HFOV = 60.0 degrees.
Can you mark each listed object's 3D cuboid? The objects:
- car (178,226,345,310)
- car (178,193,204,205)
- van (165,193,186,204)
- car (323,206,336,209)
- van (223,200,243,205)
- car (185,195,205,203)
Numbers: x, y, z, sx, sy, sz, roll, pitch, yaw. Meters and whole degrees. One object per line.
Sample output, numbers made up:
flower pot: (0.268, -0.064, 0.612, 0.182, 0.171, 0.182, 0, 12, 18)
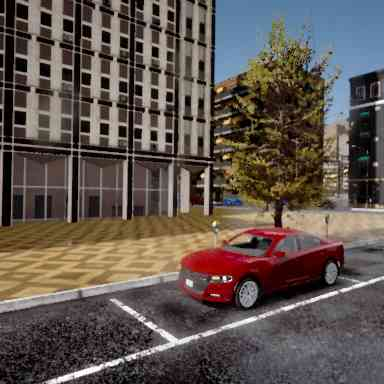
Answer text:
car: (1.780, 1.543, 7.833, 4.507, 1.381, 1.887, 0, 1, -36)
car: (0.343, 1.111, 52.922, 2.192, 1.841, 5.009, 1, -1, -36)
van: (-2.952, 1.123, 57.489, 1.690, 1.788, 3.998, 1, -1, -36)
car: (17.016, 1.562, 44.122, 1.947, 1.339, 4.313, 1, -1, -36)
van: (7.137, 1.290, 57.825, 1.690, 1.788, 3.998, 1, -1, -36)
car: (0.546, 1.361, 66.957, 1.967, 1.590, 4.097, 1, -1, -36)
